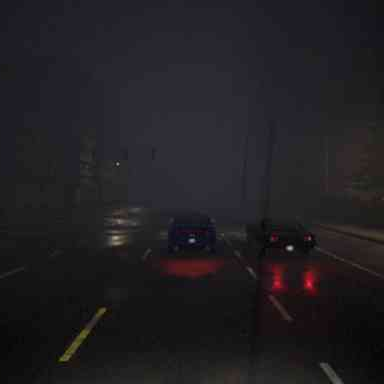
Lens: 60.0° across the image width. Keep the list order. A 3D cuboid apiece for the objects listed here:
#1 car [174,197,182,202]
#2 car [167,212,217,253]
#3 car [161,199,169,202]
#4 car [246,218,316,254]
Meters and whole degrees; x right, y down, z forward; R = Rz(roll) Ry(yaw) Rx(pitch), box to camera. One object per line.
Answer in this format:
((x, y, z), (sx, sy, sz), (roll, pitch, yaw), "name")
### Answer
((-3.483, 1.986, 85.539), (1.882, 1.535, 5.008), (0, -1, 0), "car")
((0.008, 1.615, 14.482), (1.882, 1.535, 5.008), (0, 0, 0), "car")
((-6.983, 2.061, 85.539), (1.994, 1.385, 4.181), (0, -1, 0), "car")
((3.505, 1.735, 14.103), (1.895, 1.301, 4.718), (0, 0, 0), "car")
